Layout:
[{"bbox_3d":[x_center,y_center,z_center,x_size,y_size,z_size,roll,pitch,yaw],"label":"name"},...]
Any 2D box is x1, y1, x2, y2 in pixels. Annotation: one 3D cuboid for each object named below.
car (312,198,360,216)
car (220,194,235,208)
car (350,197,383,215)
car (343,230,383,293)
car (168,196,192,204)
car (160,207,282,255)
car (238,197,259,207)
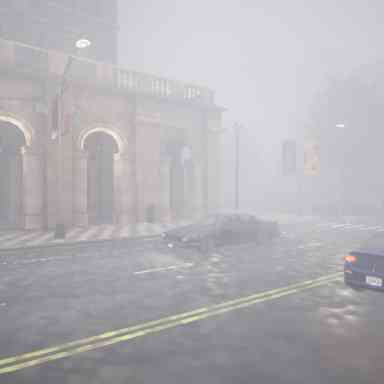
[{"bbox_3d":[13.747,1.564,32.664,1.994,1.385,4.181,0,0,-20],"label":"car"},{"bbox_3d":[3.585,1.223,48.448,2.150,2.045,5.566,0,0,-36],"label":"car"},{"bbox_3d":[17.858,1.351,34.614,2.097,1.767,4.553,0,0,-36],"label":"car"},{"bbox_3d":[5.326,1.526,7.663,4.674,1.442,1.812,0,0,-36],"label":"car"},{"bbox_3d":[-2.311,1.548,62.685,2.033,1.411,5.357,0,0,-35],"label":"car"},{"bbox_3d":[1.370,1.547,13.628,5.357,1.411,2.033,0,0,-36],"label":"car"},{"bbox_3d":[7.575,1.507,48.900,1.837,1.490,4.892,0,-1,-36],"label":"car"}]
